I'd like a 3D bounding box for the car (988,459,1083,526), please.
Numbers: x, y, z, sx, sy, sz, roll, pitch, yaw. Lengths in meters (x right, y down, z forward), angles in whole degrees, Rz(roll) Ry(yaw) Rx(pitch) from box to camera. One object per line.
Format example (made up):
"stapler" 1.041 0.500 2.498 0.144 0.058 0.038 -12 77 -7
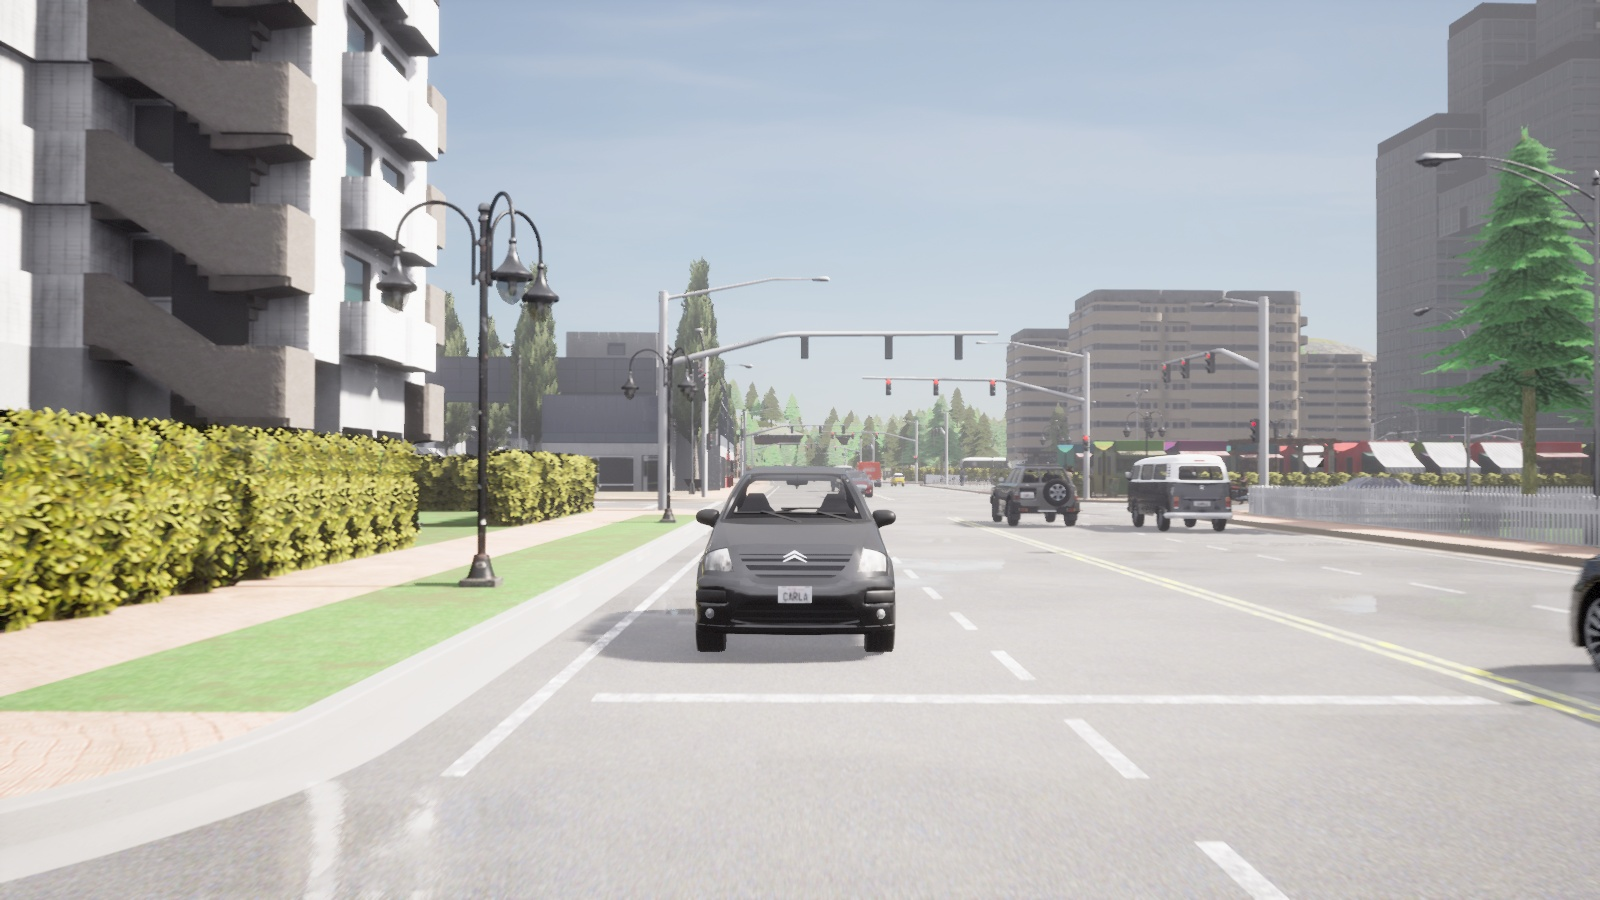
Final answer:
"car" 6.907 1.228 37.290 1.932 1.855 4.605 0 -1 0

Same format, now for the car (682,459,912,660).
"car" -0.030 0.917 12.164 1.851 1.617 3.988 0 -1 0

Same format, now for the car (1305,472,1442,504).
"car" 26.257 1.723 57.640 5.357 1.411 2.033 0 -1 -1

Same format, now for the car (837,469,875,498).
"car" 3.318 1.987 74.914 2.033 1.649 4.856 0 -1 0

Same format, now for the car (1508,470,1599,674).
"car" 6.980 0.877 8.010 2.128 1.511 4.902 0 -1 0

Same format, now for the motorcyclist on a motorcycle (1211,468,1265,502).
"motorcyclist on a motorcycle" 21.287 1.702 61.005 2.350 1.649 0.766 0 -1 -2

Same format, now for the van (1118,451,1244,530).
"van" 10.415 1.078 34.703 2.069 2.038 4.480 0 -1 0
